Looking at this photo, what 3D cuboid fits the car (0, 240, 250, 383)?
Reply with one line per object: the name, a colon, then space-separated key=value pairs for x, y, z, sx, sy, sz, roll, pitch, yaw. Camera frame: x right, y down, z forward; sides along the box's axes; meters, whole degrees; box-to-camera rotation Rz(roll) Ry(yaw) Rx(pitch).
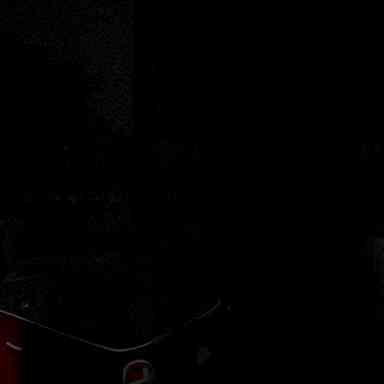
car: x=-1.492 y=1.440 z=4.004 sx=4.097 sy=1.590 sz=1.967 roll=0 pitch=0 yaw=35
